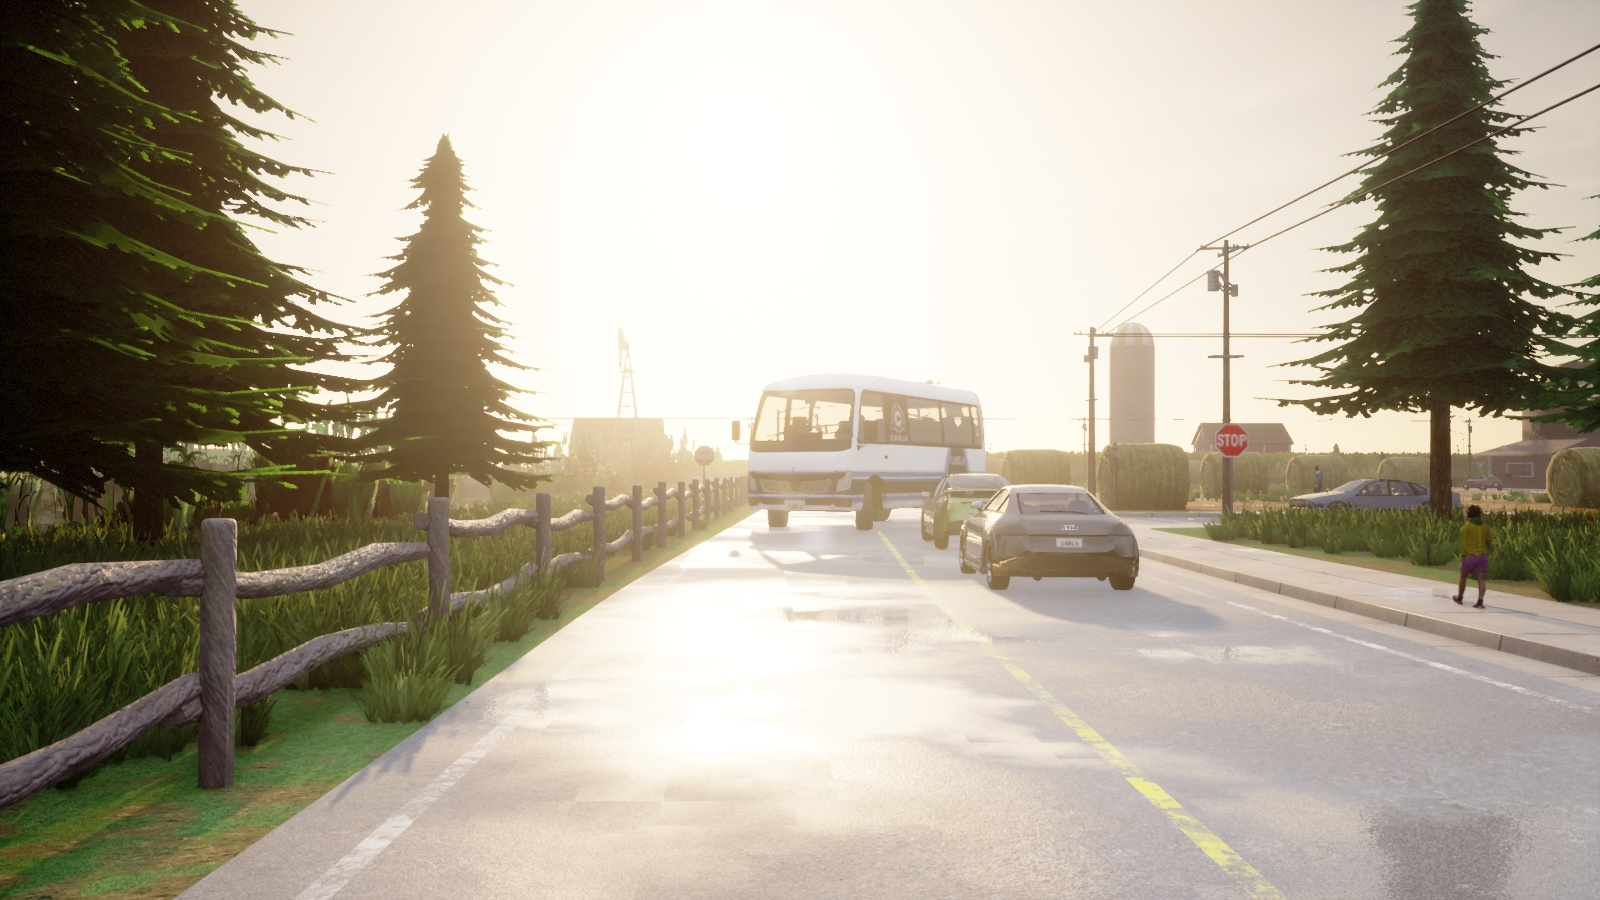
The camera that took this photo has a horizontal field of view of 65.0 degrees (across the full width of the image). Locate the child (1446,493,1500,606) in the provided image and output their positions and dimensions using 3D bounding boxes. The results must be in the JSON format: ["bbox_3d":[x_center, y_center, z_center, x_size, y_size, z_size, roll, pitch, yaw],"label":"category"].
[{"bbox_3d":[7.092,1.040,13.242,0.299,1.160,0.473,0,-1,-2],"label":"child"}]

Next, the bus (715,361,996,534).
[{"bbox_3d":[1.989,0.037,36.237,3.944,4.253,10.273,-1,-1,29],"label":"bus"}]

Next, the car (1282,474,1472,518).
[{"bbox_3d":[19.042,1.509,41.586,5.357,1.411,2.033,0,-1,-1],"label":"car"}]

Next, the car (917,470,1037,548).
[{"bbox_3d":[3.652,1.185,26.666,2.007,1.525,4.514,0,-1,1],"label":"car"}]

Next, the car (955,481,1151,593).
[{"bbox_3d":[3.463,1.159,18.025,1.994,1.385,4.181,0,-1,1],"label":"car"}]

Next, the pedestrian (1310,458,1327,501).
[{"bbox_3d":[22.961,1.306,55.612,0.692,1.930,0.396,-1,-1,24],"label":"pedestrian"}]
